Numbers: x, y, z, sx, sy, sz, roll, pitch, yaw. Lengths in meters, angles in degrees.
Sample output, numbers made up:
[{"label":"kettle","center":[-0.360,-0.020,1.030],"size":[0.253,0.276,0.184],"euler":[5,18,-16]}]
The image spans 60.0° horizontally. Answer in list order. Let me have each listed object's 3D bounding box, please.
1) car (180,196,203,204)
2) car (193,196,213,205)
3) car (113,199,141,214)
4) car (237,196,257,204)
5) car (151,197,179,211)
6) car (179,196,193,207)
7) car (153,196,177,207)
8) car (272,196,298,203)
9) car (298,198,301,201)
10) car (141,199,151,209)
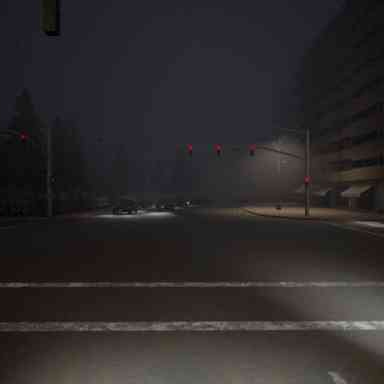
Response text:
[{"label":"car","center":[-0.017,1.491,63.068],"size":[2.128,1.511,4.902],"euler":[0,0,32]},{"label":"car","center":[1.996,1.601,59.525],"size":[1.895,1.301,4.718],"euler":[0,0,31]},{"label":"car","center":[-6.950,1.526,34.986],"size":[1.812,1.442,4.674],"euler":[0,0,2]},{"label":"car","center":[10.816,1.490,65.347],"size":[2.128,1.511,4.902],"euler":[0,0,44]},{"label":"car","center":[-3.213,1.491,40.569],"size":[2.128,1.511,4.902],"euler":[0,0,4]},{"label":"car","center":[-1.897,1.547,50.298],"size":[2.033,1.411,5.357],"euler":[0,0,15]},{"label":"car","center":[-4.275,1.491,53.907],"size":[2.128,1.511,4.902],"euler":[0,0,20]},{"label":"car","center":[18.512,1.478,67.484],"size":[5.008,1.535,1.882],"euler":[0,0,-33]},{"label":"car","center":[21.719,1.525,73.385],"size":[4.902,1.511,2.128],"euler":[0,0,-22]},{"label":"car","center":[-6.404,1.601,44.064],"size":[1.895,1.301,4.718],"euler":[0,0,6]}]
